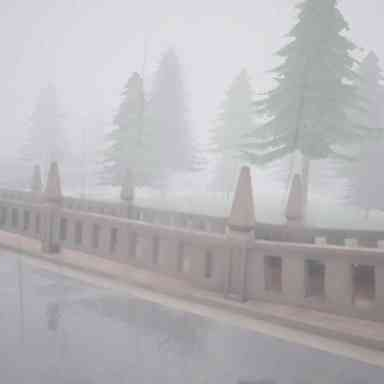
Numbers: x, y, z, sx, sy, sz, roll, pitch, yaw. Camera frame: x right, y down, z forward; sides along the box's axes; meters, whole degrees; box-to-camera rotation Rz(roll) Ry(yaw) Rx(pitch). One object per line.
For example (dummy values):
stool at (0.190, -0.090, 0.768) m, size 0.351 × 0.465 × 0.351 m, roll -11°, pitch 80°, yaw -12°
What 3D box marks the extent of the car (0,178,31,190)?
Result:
car at (-22.416, -1.031, 41.541) m, size 1.837 × 1.490 × 4.892 m, roll 5°, pitch 3°, yaw 37°
